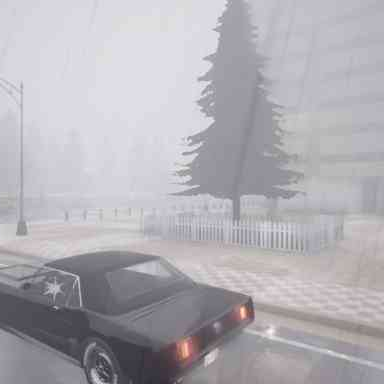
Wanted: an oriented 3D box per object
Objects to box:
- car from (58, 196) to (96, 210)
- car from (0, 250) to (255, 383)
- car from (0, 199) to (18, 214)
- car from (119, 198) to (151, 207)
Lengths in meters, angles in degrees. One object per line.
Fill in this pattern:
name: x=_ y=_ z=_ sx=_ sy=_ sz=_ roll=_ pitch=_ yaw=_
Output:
car: x=-14.550 y=1.352 z=42.086 sx=2.097 sy=1.767 sz=4.553 roll=0 pitch=0 yaw=36
car: x=-1.571 y=1.601 z=5.130 sx=4.718 sy=1.301 sz=1.895 roll=0 pitch=0 yaw=36
car: x=-20.448 y=1.478 z=33.912 sx=1.882 sy=1.535 sz=5.008 roll=0 pitch=0 yaw=36
car: x=-8.538 y=1.547 z=50.412 sx=2.033 sy=1.411 sz=5.357 roll=0 pitch=0 yaw=36
